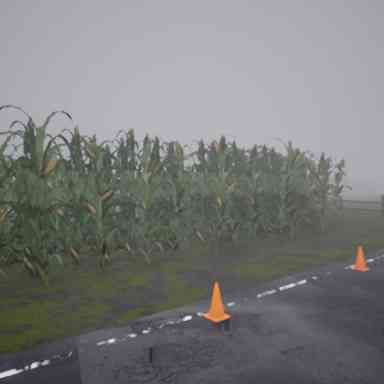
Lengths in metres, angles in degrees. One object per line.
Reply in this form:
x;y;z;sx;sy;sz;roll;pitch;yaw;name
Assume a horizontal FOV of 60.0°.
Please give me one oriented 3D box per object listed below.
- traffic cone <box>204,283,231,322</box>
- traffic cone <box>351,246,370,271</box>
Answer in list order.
0.428;1.857;5.727;0.340;0.580;0.340;-2;1;-36;traffic cone
4.407;1.722;8.705;0.340;0.580;0.340;-2;1;-37;traffic cone
